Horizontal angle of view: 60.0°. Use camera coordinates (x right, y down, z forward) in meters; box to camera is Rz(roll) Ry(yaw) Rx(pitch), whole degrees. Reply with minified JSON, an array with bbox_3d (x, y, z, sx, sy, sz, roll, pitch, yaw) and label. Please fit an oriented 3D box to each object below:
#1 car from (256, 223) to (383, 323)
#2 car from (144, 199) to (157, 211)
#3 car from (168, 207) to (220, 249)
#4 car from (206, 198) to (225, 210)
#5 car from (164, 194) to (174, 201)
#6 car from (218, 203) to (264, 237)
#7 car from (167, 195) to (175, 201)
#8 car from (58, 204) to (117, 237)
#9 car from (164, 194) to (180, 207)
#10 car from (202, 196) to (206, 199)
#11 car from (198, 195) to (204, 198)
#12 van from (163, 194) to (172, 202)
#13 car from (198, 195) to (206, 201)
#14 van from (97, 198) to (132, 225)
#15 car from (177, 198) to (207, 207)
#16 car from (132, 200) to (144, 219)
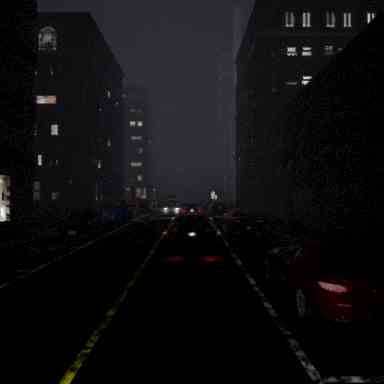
[{"bbox_3d":[2.698,1.580,6.922,1.802,1.307,4.206,0,0,0],"label":"car"},{"bbox_3d":[-5.683,1.579,40.075,1.947,1.339,4.313,0,0,0],"label":"car"},{"bbox_3d":[0.000,1.574,14.650,1.994,1.385,4.181,0,0,0],"label":"car"},{"bbox_3d":[2.698,1.576,34.539,1.947,1.339,4.313,0,0,0],"label":"car"},{"bbox_3d":[-5.682,1.369,83.521,2.192,1.841,5.009,0,0,0],"label":"car"},{"bbox_3d":[2.698,1.547,17.969,1.887,1.381,4.507,0,0,0],"label":"car"},{"bbox_3d":[-5.684,1.605,89.049,1.887,1.381,4.507,0,0,0],"label":"car"},{"bbox_3d":[-5.683,1.568,17.981,1.947,1.339,4.313,0,0,0],"label":"car"},{"bbox_3d":[-3.000,1.348,50.622,2.150,2.045,5.566,0,0,0],"label":"car"},{"bbox_3d":[2.698,1.582,45.586,1.947,1.339,4.313,0,0,0],"label":"car"},{"bbox_3d":[2.697,1.629,77.992,1.802,1.307,4.206,0,0,0],"label":"car"},{"bbox_3d":[-5.682,1.388,77.993,1.690,1.788,3.998,0,0,0],"label":"van"},{"bbox_3d":[2.698,1.500,89.048,1.967,1.590,4.097,0,0,0],"label":"car"},{"bbox_3d":[-5.681,1.345,23.505,1.690,1.788,3.998,0,0,0],"label":"van"},{"bbox_3d":[0.000,1.571,29.651,2.033,1.411,5.357,0,0,0],"label":"car"},{"bbox_3d":[-5.683,1.552,29.028,1.887,1.381,4.507,0,0,0],"label":"car"}]
